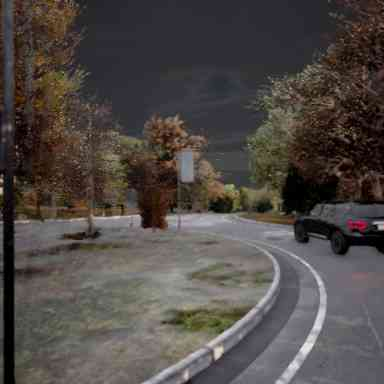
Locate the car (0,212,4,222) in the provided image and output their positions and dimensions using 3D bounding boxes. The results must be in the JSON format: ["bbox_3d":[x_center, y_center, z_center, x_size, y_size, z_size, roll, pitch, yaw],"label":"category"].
[{"bbox_3d":[-17.673,2.086,26.836,4.902,1.511,2.128,0,-1,-20],"label":"car"}]

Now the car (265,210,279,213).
[{"bbox_3d":[18.043,4.945,76.556,2.128,1.511,4.902,-1,-6,23],"label":"car"}]

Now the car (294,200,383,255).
[{"bbox_3d":[6.371,1.358,14.287,2.150,2.045,5.566,-1,-1,-6],"label":"car"}]
